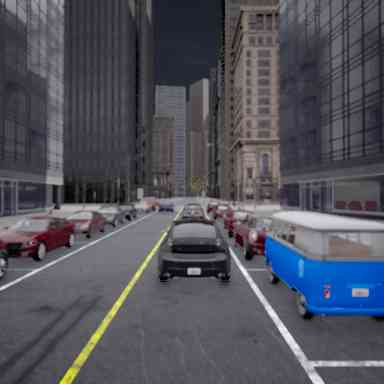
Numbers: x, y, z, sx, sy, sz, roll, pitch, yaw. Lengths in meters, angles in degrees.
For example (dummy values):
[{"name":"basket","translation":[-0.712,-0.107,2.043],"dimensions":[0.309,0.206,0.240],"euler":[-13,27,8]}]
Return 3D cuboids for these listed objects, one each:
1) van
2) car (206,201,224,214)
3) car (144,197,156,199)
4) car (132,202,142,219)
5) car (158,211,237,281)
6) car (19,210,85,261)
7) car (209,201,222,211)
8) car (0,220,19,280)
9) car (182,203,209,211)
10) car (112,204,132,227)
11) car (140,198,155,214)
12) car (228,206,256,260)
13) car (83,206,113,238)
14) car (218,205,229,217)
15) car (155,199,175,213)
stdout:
[{"name":"van","translation":[2.678,1.372,7.136],"dimensions":[1.690,1.788,3.998],"euler":[1,0,0]},{"name":"car","translation":[2.674,1.786,39.892],"dimensions":[1.887,1.381,4.507],"euler":[0,0,0]},{"name":"car","translation":[-5.849,1.602,45.356],"dimensions":[2.192,1.841,5.009],"euler":[0,0,0]},{"name":"car","translation":[-5.850,1.725,28.977],"dimensions":[1.947,1.339,4.313],"euler":[1,0,0]},{"name":"car","translation":[0.067,1.552,10.008],"dimensions":[1.837,1.490,4.892],"euler":[0,0,0]},{"name":"car","translation":[-5.849,1.603,12.600],"dimensions":[1.887,1.381,4.507],"euler":[1,0,0]},{"name":"car","translation":[2.674,1.741,28.973],"dimensions":[1.802,1.307,4.206],"euler":[0,0,0]},{"name":"car","translation":[-5.847,1.471,7.141],"dimensions":[1.967,1.590,4.097],"euler":[1,0,0]},{"name":"car","translation":[0.083,1.701,28.158],"dimensions":[2.033,1.411,5.357],"euler":[0,0,0]},{"name":"car","translation":[-5.850,1.673,23.518],"dimensions":[2.008,1.369,4.403],"euler":[1,0,0]},{"name":"car","translation":[-5.850,1.765,39.725],"dimensions":[1.752,1.417,4.829],"euler":[0,0,0]},{"name":"car","translation":[2.677,1.498,12.595],"dimensions":[1.967,1.590,4.097],"euler":[1,0,0]},{"name":"car","translation":[-5.850,1.670,18.058],"dimensions":[1.802,1.307,4.206],"euler":[1,0,0]},{"name":"car","translation":[2.675,1.633,18.054],"dimensions":[1.887,1.381,4.507],"euler":[1,0,0]},{"name":"car","translation":[-3.085,1.796,40.678],"dimensions":[2.033,1.411,5.357],"euler":[0,-1,0]}]
